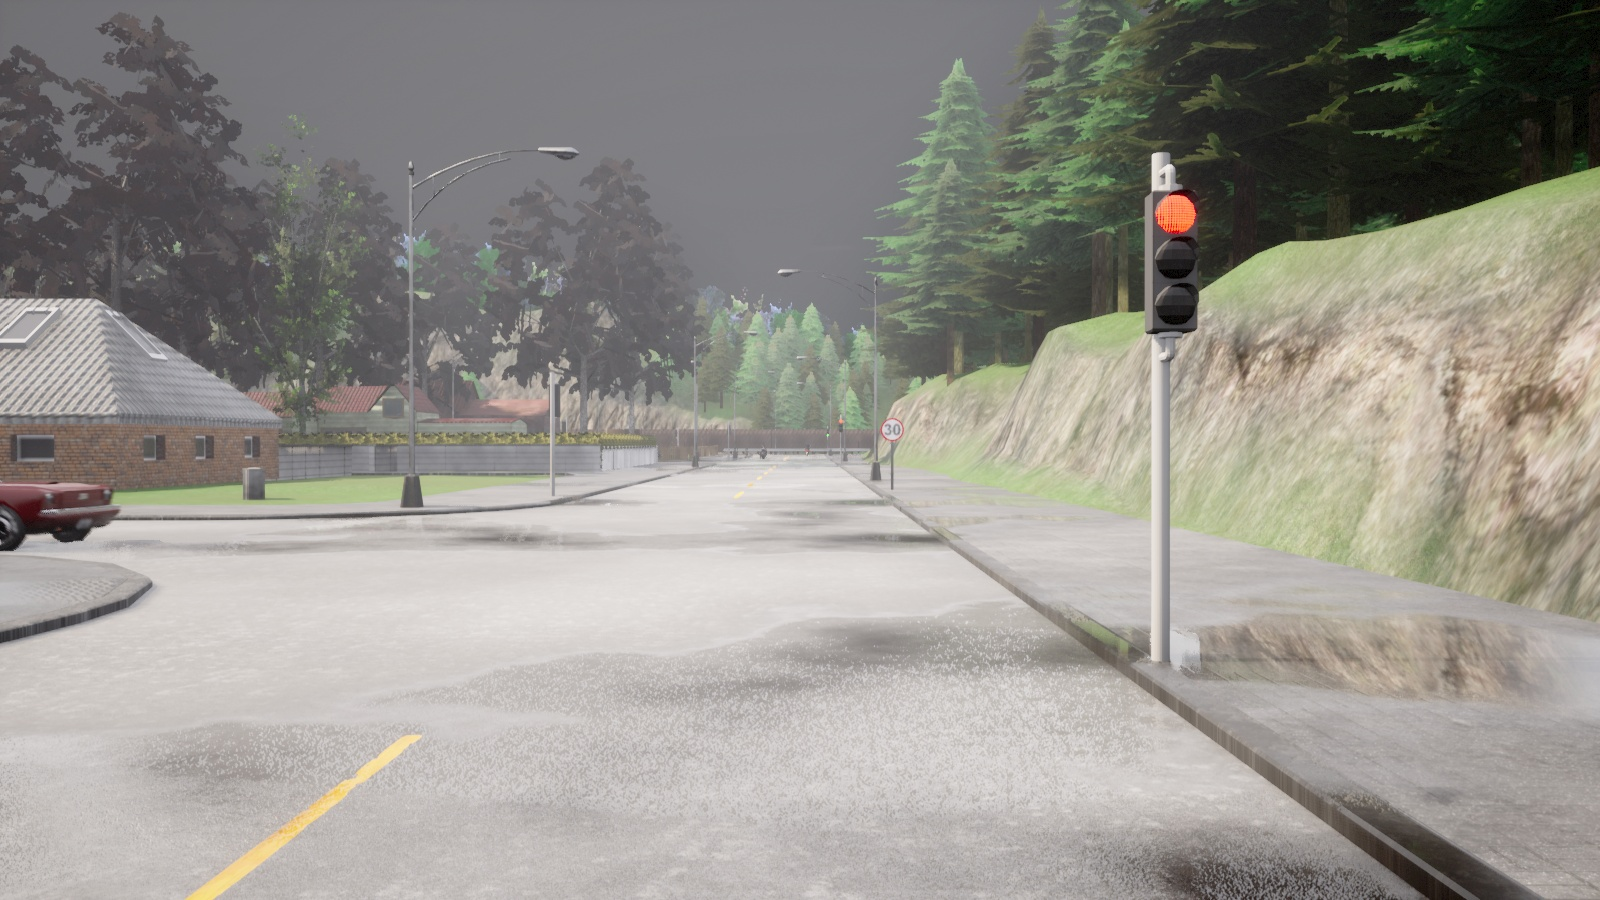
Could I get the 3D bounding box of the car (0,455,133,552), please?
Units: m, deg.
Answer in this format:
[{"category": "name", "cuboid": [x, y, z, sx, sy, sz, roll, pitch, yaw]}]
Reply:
[{"category": "car", "cuboid": [-12.477, 0.733, 18.118, 4.718, 1.301, 1.895, 0, 0, 1]}]
